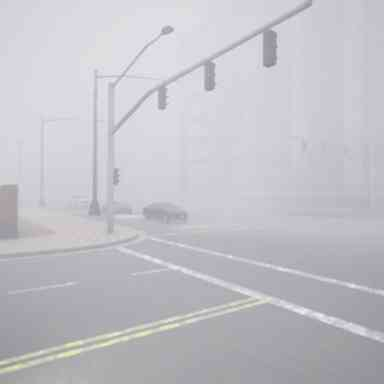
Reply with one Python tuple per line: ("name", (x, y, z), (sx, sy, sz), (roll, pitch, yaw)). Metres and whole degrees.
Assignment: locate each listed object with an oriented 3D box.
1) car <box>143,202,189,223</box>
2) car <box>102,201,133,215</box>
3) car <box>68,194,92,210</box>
("car", (-2.191, 1.576, 26.709), (1.882, 1.535, 5.008), (1, 0, -35))
("car", (-7.823, 1.663, 34.739), (1.994, 1.385, 4.181), (1, 0, -35))
("car", (-15.352, 1.324, 45.545), (2.150, 2.045, 5.566), (0, -1, -35))
